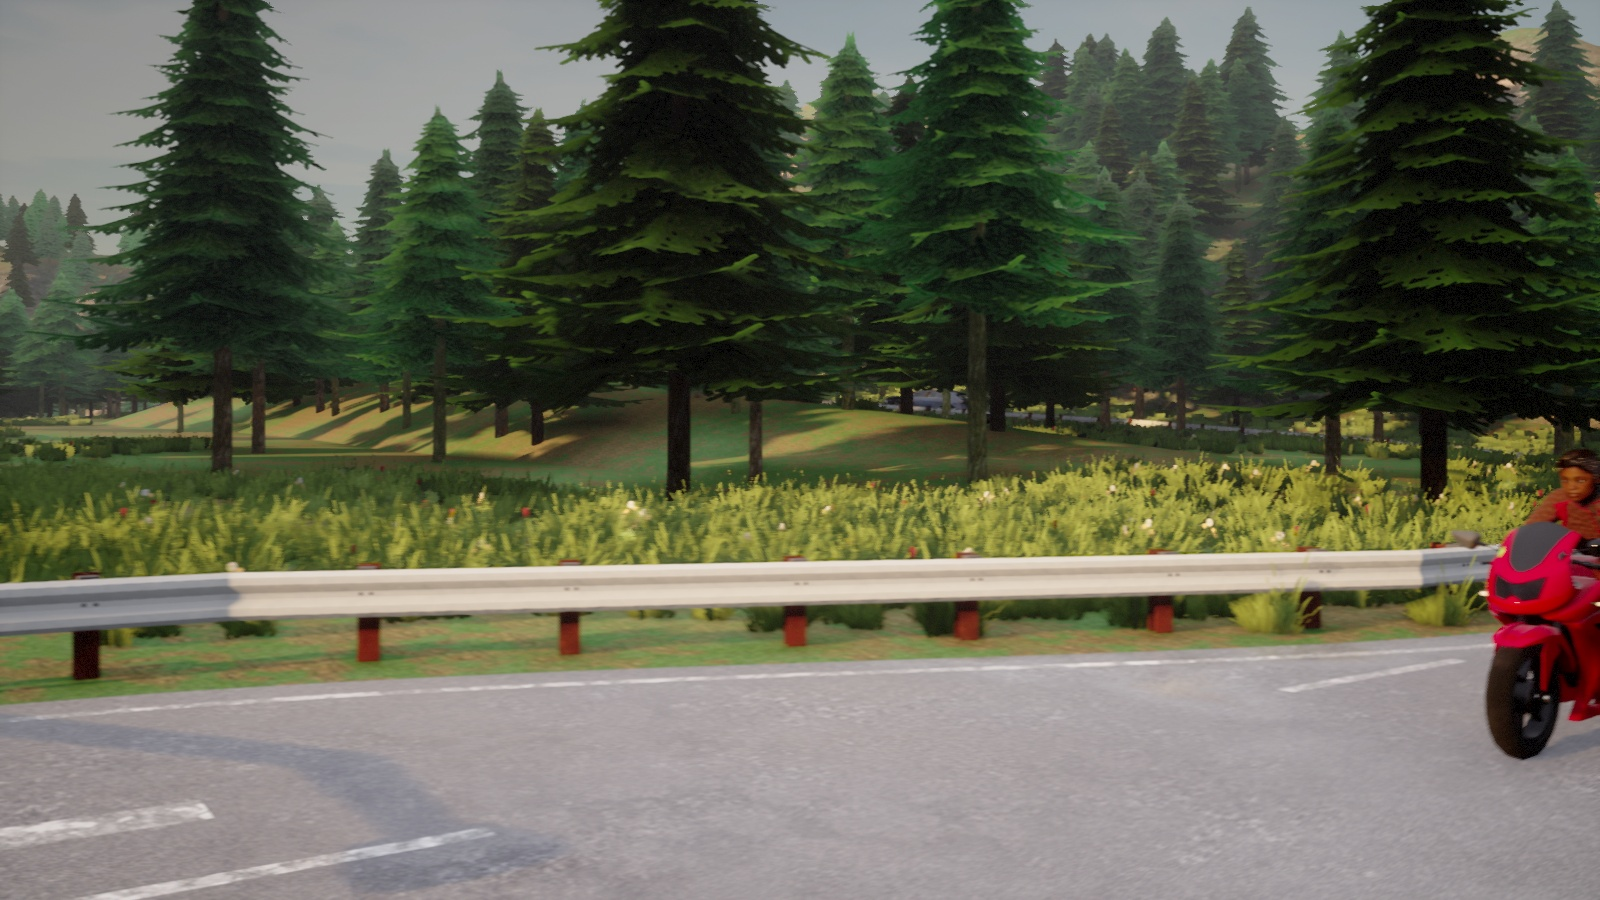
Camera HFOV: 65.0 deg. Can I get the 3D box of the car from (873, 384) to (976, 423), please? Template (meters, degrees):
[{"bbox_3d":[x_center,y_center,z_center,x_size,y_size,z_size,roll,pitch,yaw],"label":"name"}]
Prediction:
[{"bbox_3d":[6.515,-2.452,65.803,4.856,1.649,2.033,5,3,28],"label":"car"}]

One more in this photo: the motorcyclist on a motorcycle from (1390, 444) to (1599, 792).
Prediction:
[{"bbox_3d":[3.960,0.734,6.407,2.044,1.523,0.797,0,0,-35],"label":"motorcyclist on a motorcycle"}]
